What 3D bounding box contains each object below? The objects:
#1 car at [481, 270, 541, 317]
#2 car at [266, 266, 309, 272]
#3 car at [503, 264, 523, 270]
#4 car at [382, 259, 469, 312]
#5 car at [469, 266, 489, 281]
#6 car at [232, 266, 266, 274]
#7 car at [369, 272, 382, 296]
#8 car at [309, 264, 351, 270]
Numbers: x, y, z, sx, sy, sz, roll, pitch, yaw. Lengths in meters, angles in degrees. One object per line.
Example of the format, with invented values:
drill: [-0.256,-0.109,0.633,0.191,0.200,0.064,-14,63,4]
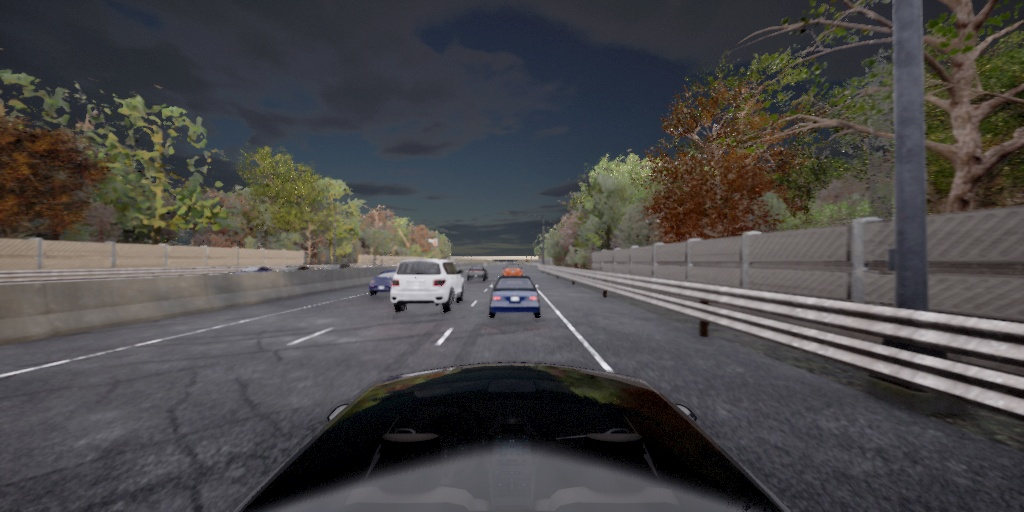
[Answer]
car: [0.095,1.460,14.021,2.033,1.411,5.357,0,-1,0]
car: [-21.018,1.711,34.726,1.837,1.490,4.892,0,-1,0]
car: [0.091,1.607,38.338,2.097,1.767,4.553,0,-1,0]
car: [-3.405,1.153,15.388,2.150,2.045,5.566,0,-1,0]
car: [-3.408,1.718,36.341,2.128,1.511,4.902,0,-1,0]
car: [-24.523,1.722,34.235,1.812,1.442,4.674,0,-1,0]
car: [-6.904,1.539,21.249,1.812,1.442,4.674,0,-1,0]
car: [-17.511,1.565,35.530,2.097,1.767,4.553,0,-1,0]
